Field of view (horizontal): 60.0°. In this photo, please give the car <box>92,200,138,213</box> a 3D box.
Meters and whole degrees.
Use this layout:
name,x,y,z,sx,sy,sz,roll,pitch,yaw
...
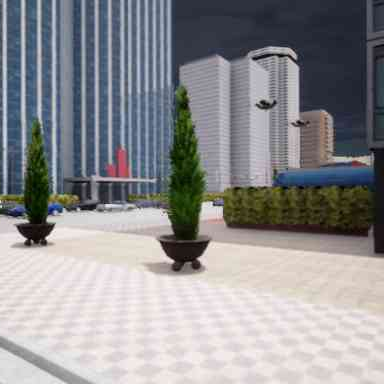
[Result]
name,x,y,z,sx,sy,sz,roll,pitch,yaw
car,-9.125,1.743,39.861,1.895,1.301,4.718,0,0,35

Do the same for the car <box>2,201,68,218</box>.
name,x,y,z,sx,sy,sz,roll,pitch,yaw
car,-14.820,1.620,31.718,1.882,1.535,5.008,0,0,35

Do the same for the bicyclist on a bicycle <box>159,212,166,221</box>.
name,x,y,z,sx,sy,sz,roll,pitch,yaw
bicyclist on a bicycle,-1.835,1.375,25.016,1.656,1.620,0.582,-1,0,35

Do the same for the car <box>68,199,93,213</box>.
name,x,y,z,sx,sy,sz,roll,pitch,yaw
car,-13.004,1.636,40.424,1.882,1.535,5.008,0,0,35

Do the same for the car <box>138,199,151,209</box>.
name,x,y,z,sx,sy,sz,roll,pitch,yaw
car,-7.091,1.707,48.860,2.033,1.411,5.357,0,0,35

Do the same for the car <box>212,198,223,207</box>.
name,x,y,z,sx,sy,sz,roll,pitch,yaw
car,4.961,1.690,53.556,1.994,1.385,4.181,0,0,35

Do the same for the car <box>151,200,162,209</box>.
name,x,y,z,sx,sy,sz,roll,pitch,yaw
car,-3.293,1.495,48.173,2.097,1.767,4.553,0,0,35

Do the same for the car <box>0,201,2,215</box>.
name,x,y,z,sx,sy,sz,roll,pitch,yaw
car,-18.790,1.663,32.146,1.837,1.490,4.892,0,0,35
